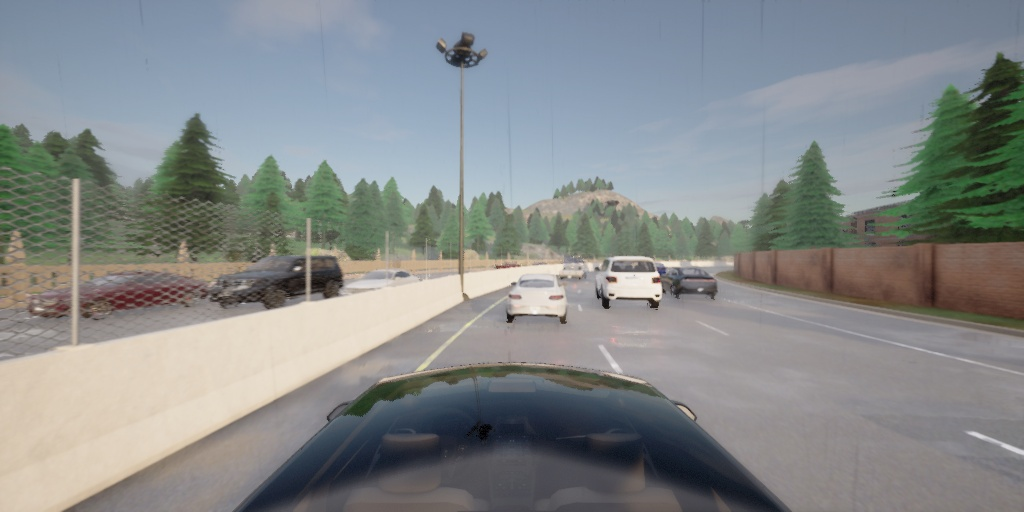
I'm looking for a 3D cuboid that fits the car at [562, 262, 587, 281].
[{"bbox_3d":[5.647,1.501,32.636,1.895,1.301,4.718,0,0,19],"label":"car"}]

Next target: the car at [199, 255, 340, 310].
[{"bbox_3d":[-9.500,0.980,15.242,2.150,2.045,5.566,0,0,8],"label":"car"}]

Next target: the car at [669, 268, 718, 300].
[{"bbox_3d":[9.029,1.352,18.686,2.128,1.511,4.902,0,0,11],"label":"car"}]

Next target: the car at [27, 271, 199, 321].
[{"bbox_3d":[-13.312,1.256,12.622,1.812,1.442,4.674,0,0,7],"label":"car"}]

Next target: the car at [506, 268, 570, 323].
[{"bbox_3d":[0.909,1.322,12.291,1.812,1.442,4.674,0,0,7],"label":"car"}]

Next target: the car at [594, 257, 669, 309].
[{"bbox_3d":[4.890,1.050,15.662,2.150,2.045,5.566,0,0,9],"label":"car"}]

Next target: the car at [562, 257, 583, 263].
[{"bbox_3d":[9.460,1.232,56.491,2.150,2.045,5.566,0,0,33],"label":"car"}]

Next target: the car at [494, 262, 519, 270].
[{"bbox_3d":[-0.798,1.551,52.928,1.895,1.301,4.718,0,0,29],"label":"car"}]

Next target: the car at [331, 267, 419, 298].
[{"bbox_3d":[-5.771,1.307,16.344,1.812,1.442,4.674,0,0,9],"label":"car"}]

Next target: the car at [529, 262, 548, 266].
[{"bbox_3d":[4.044,1.542,54.333,1.994,1.385,4.181,0,0,30],"label":"car"}]
